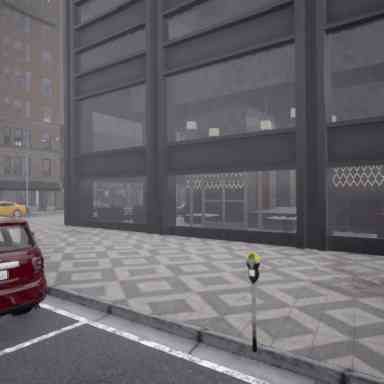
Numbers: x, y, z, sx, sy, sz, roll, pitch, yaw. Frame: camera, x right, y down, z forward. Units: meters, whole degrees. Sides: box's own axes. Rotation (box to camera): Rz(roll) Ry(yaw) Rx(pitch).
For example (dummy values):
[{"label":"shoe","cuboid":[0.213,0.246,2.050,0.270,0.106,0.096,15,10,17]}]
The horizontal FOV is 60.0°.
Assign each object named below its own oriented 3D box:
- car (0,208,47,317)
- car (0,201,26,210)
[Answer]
[{"label":"car","cuboid":[-4.778,1.317,6.267,5.009,1.841,2.192,0,-1,35]},{"label":"car","cuboid":[-18.286,1.642,31.184,1.882,1.535,5.008,-1,-1,36]}]
